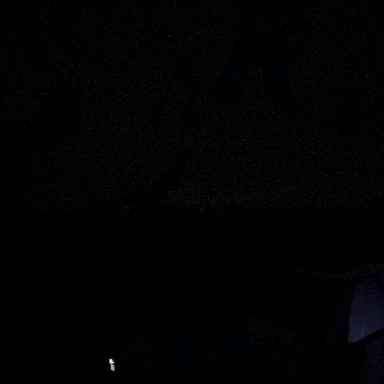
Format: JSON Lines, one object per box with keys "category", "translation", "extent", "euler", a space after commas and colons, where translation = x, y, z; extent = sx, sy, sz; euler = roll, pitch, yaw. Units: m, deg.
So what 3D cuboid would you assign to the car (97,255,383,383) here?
{"category": "car", "translation": [1.659, 1.601, 4.220], "extent": [5.357, 1.411, 2.033], "euler": [1, -1, -37]}
